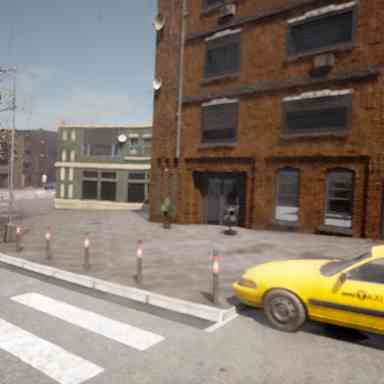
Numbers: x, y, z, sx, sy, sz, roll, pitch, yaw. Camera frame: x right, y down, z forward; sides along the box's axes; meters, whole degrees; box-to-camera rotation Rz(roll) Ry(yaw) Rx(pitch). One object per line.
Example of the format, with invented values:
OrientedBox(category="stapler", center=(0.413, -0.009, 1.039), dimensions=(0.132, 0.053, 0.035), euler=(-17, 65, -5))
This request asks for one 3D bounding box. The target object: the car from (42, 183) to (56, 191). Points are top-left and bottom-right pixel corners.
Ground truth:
OrientedBox(category="car", center=(-31.439, -1.225, 74.499), dimensions=(4.553, 1.767, 2.185), euler=(3, 2, 24))

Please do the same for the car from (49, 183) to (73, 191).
OrientedBox(category="car", center=(-30.343, -1.155, 77.037), dimensions=(5.008, 1.535, 2.097), euler=(3, 2, 24))
